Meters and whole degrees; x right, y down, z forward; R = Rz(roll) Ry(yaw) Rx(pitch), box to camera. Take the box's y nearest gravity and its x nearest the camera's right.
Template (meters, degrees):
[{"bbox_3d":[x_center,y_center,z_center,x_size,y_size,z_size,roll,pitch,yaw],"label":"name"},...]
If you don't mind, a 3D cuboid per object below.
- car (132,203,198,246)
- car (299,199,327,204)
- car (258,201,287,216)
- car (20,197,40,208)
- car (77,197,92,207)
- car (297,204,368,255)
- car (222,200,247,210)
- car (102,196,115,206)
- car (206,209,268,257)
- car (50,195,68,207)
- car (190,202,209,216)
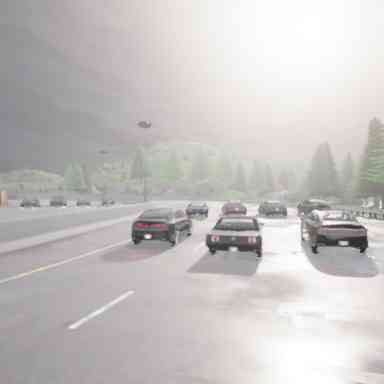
[{"bbox_3d":[-1.203,1.469,15.288,1.837,1.490,4.892,0,0,12],"label":"car"},{"bbox_3d":[11.006,1.432,30.303,1.837,1.490,4.892,0,1,1],"label":"car"},{"bbox_3d":[7.507,1.488,31.213,1.994,1.385,4.181,0,0,0],"label":"car"},{"bbox_3d":[-22.377,1.425,46.272,1.812,1.442,4.674,0,0,-14],"label":"car"},{"bbox_3d":[-15.890,1.416,49.086,1.812,1.442,4.674,0,0,-15],"label":"car"},{"bbox_3d":[5.504,1.459,13.324,2.128,1.511,4.902,0,0,12],"label":"car"},{"bbox_3d":[4.008,1.488,31.599,1.994,1.385,4.181,0,0,0],"label":"car"},{"bbox_3d":[-12.928,1.376,51.465,2.128,1.511,4.902,0,0,-17],"label":"car"},{"bbox_3d":[1.877,1.570,12.986,1.895,1.301,4.718,0,0,13],"label":"car"},{"bbox_3d":[-19.480,1.243,48.929,2.097,1.767,4.553,0,0,-16],"label":"car"},{"bbox_3d":[0.539,1.530,29.947,1.895,1.301,4.718,0,0,2],"label":"car"}]
